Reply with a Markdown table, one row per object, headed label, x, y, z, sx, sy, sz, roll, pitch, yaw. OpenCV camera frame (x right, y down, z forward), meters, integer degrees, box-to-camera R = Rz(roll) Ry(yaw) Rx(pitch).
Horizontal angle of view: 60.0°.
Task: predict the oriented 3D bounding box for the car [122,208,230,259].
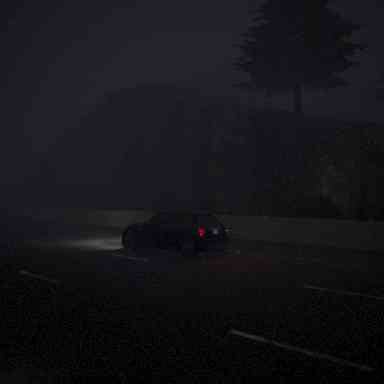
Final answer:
| label | x | y | z | sx | sy | sz | roll | pitch | yaw |
| --- | --- | --- | --- | --- | --- | --- | --- | --- | --- |
| car | -0.796 | 1.515 | 13.559 | 4.553 | 1.767 | 2.097 | -1 | -1 | 38 |
